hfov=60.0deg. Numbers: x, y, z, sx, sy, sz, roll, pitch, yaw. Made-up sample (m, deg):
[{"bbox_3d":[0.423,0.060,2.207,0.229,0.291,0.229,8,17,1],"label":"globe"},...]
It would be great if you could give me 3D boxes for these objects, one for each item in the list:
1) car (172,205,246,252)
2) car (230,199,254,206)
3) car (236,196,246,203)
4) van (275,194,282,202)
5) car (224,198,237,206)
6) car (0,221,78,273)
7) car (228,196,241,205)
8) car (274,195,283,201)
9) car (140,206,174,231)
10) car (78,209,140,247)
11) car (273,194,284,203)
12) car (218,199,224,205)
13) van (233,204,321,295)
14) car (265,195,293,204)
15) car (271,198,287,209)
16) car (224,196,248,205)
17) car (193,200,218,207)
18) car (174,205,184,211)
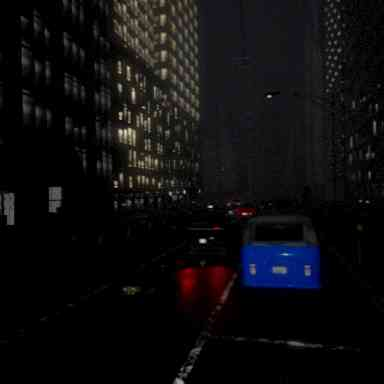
[{"bbox_3d":[1.003,1.558,14.412,2.128,1.511,4.902,-1,0,15],"label":"car"},{"bbox_3d":[4.805,1.605,29.021,1.812,1.442,4.674,-1,0,15],"label":"car"},{"bbox_3d":[11.263,1.755,76.487,1.752,1.417,4.829,-2,0,15],"label":"car"},{"bbox_3d":[20.841,1.412,80.043,1.690,1.788,3.998,-2,0,15],"label":"van"},{"bbox_3d":[7.014,1.798,60.149,1.802,1.307,4.206,-2,0,15],"label":"car"},{"bbox_3d":[-5.867,1.738,10.644,1.947,1.339,4.313,-2,0,15],"label":"car"},{"bbox_3d":[8.441,1.661,65.650,1.967,1.590,4.097,-2,0,15],"label":"car"},{"bbox_3d":[22.275,1.515,85.543,1.967,1.590,4.097,-2,0,15],"label":"car"},{"bbox_3d":[-3.006,1.733,21.646,2.008,1.369,4.403,-2,0,15],"label":"car"},{"bbox_3d":[-4.436,1.722,16.145,1.887,1.381,4.507,-2,0,15],"label":"car"},{"bbox_3d":[19.409,1.382,74.544,2.192,1.841,5.009,-2,0,15],"label":"car"},{"bbox_3d":[4.151,1.758,49.148,2.008,1.369,4.403,-2,0,15],"label":"car"},{"bbox_3d":[2.236,1.349,8.537,1.690,1.788,3.998,-2,0,15],"label":"van"},{"bbox_3d":[5.097,1.334,19.538,2.192,1.841,5.009,-2,0,15],"label":"car"},{"bbox_3d":[12.260,1.594,47.038,2.008,1.369,4.403,-2,0,15],"label":"car"},{"bbox_3d":[6.135,1.631,46.101,1.882,1.535,5.008,-1,-1,15],"label":"car"},{"bbox_3d":[1.288,1.748,38.147,2.008,1.369,4.403,-2,0,15],"label":"car"},{"bbox_3d":[-1.573,1.769,27.146,1.802,1.307,4.206,-2,0,15],"label":"car"}]
